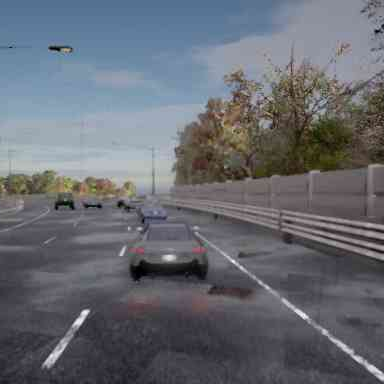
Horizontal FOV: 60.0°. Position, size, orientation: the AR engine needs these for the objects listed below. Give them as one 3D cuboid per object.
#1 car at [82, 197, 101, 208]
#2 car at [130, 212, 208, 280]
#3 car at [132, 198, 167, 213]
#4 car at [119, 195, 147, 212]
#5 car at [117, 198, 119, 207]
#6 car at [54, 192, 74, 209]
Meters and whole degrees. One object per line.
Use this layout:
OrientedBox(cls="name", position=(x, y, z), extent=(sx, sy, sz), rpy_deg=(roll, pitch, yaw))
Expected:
OrientedBox(cls="car", position=(-13.299, 1.399, 44.072), extent=(1.994, 1.385, 4.181), rpy_deg=(0, 0, -24))
OrientedBox(cls="car", position=(-0.706, 1.518, 9.856), extent=(1.994, 1.385, 4.181), rpy_deg=(0, 0, -5))
OrientedBox(cls="car", position=(-3.033, 1.439, 24.799), extent=(2.033, 1.411, 5.357), rpy_deg=(0, 0, -14))
OrientedBox(cls="car", position=(-6.312, 1.341, 36.056), extent=(2.128, 1.511, 4.902), rpy_deg=(0, 0, -17))
OrientedBox(cls="car", position=(-9.327, 1.289, 46.119), extent=(1.882, 1.535, 5.008), rpy_deg=(0, 0, -15))
OrientedBox(cls="car", position=(-16.248, 1.075, 42.251), extent=(2.150, 2.045, 5.566), rpy_deg=(0, 0, -23))
